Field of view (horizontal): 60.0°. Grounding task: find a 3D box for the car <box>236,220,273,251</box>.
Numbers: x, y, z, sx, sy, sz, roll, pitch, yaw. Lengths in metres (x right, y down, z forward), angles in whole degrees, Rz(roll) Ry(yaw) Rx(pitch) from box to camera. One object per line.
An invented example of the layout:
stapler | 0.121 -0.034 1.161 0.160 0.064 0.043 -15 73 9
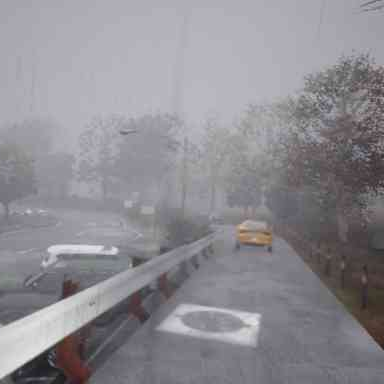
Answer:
car | 3.656 2.393 19.334 1.882 1.535 5.008 3 -2 11

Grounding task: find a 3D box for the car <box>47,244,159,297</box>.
car | -4.270 3.670 15.904 5.566 2.045 2.435 3 2 -9

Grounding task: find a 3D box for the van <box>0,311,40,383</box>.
van | -5.925 3.935 7.018 4.442 1.987 1.878 3 2 -9

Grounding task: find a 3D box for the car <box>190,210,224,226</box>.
car | 1.595 2.869 38.127 2.097 1.767 4.553 1 -1 -32

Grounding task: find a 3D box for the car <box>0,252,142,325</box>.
car | -4.899 3.747 12.909 5.566 2.045 2.435 3 2 -9

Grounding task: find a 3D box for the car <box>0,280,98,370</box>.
car | -5.430 3.953 9.963 4.553 1.767 2.185 3 2 -9
